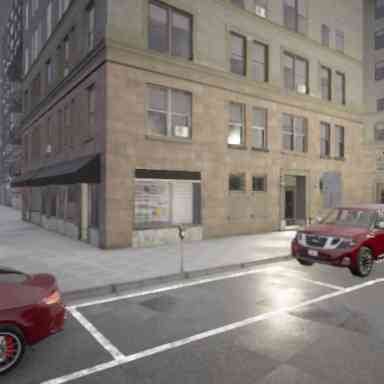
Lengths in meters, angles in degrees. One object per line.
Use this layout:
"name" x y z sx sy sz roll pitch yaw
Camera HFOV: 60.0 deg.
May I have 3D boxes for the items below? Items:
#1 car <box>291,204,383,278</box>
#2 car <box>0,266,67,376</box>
"car" 5.312 1.325 10.430 5.009 1.841 2.192 0 0 -35
"car" -3.731 1.581 3.984 4.206 1.307 1.802 0 0 -35
